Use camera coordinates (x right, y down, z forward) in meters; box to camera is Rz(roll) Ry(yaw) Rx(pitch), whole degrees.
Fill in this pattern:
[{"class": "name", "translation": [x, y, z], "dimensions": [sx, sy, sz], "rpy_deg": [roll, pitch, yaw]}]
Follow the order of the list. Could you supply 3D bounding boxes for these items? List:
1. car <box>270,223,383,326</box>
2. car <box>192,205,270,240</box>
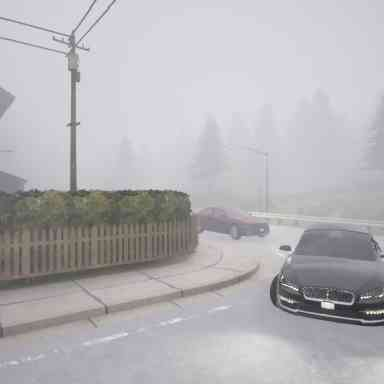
[{"class": "car", "translation": [3.182, 1.505, 7.316], "dimensions": [1.837, 1.490, 4.892], "rpy_deg": [0, 0, 27]}, {"class": "car", "translation": [1.882, 1.478, 17.452], "dimensions": [1.882, 1.535, 5.008], "rpy_deg": [0, 0, -33]}]
